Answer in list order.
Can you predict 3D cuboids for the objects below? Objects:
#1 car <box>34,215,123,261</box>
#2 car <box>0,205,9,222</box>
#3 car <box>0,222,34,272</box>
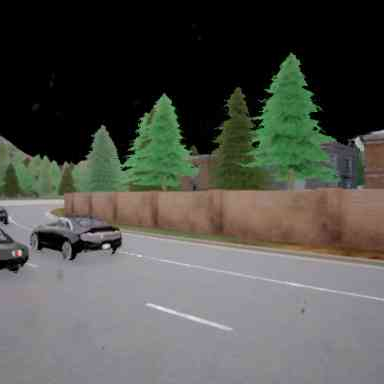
[{"bbox_3d":[-4.651,1.652,13.040,4.902,1.511,2.128,-1,-1,44],"label":"car"},{"bbox_3d":[-15.961,1.814,26.740,1.837,1.490,4.892,0,-1,-34],"label":"car"},{"bbox_3d":[-6.803,1.719,10.197,4.718,1.301,1.895,-1,-1,44],"label":"car"}]
